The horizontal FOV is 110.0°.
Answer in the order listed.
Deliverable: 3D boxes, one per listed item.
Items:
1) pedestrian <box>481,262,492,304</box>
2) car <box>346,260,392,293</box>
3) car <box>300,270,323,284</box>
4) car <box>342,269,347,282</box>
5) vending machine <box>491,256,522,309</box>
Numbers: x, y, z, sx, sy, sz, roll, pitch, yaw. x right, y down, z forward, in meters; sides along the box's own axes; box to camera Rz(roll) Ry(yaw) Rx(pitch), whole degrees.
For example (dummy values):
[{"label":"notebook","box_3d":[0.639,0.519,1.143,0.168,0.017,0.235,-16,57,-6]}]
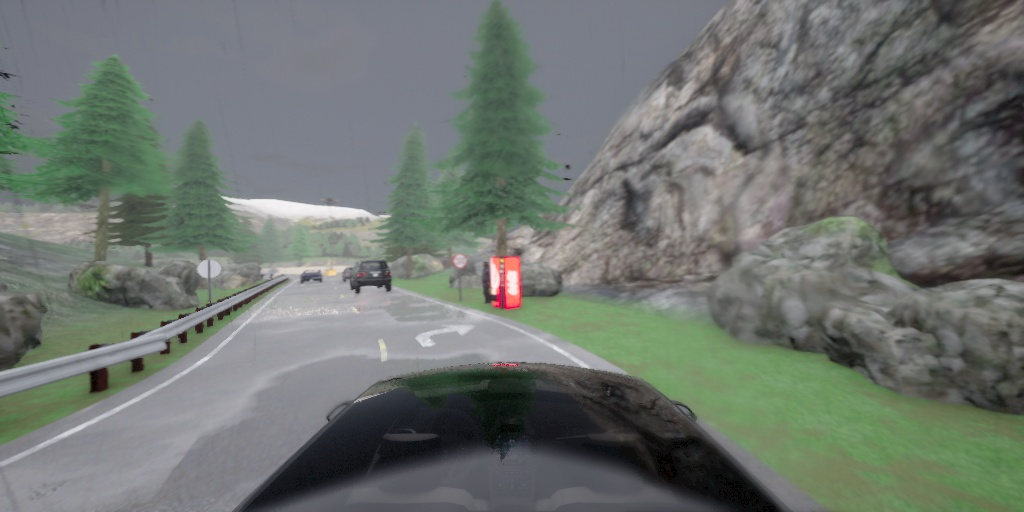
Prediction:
[{"label":"pedestrian","box_3d":[-1.065,1.109,15.070,0.375,1.860,0.375,-2,0,-29]},{"label":"car","box_3d":[-9.549,1.299,24.110,2.150,2.045,5.566,-2,0,-28]},{"label":"car","box_3d":[-19.923,2.007,35.763,1.895,1.301,4.718,-2,0,-27]},{"label":"car","box_3d":[-16.594,1.863,37.306,2.033,1.411,5.357,-2,0,-28]},{"label":"vending machine","box_3d":[-0.209,0.985,14.348,1.100,2.100,0.880,0,0,-29]}]
